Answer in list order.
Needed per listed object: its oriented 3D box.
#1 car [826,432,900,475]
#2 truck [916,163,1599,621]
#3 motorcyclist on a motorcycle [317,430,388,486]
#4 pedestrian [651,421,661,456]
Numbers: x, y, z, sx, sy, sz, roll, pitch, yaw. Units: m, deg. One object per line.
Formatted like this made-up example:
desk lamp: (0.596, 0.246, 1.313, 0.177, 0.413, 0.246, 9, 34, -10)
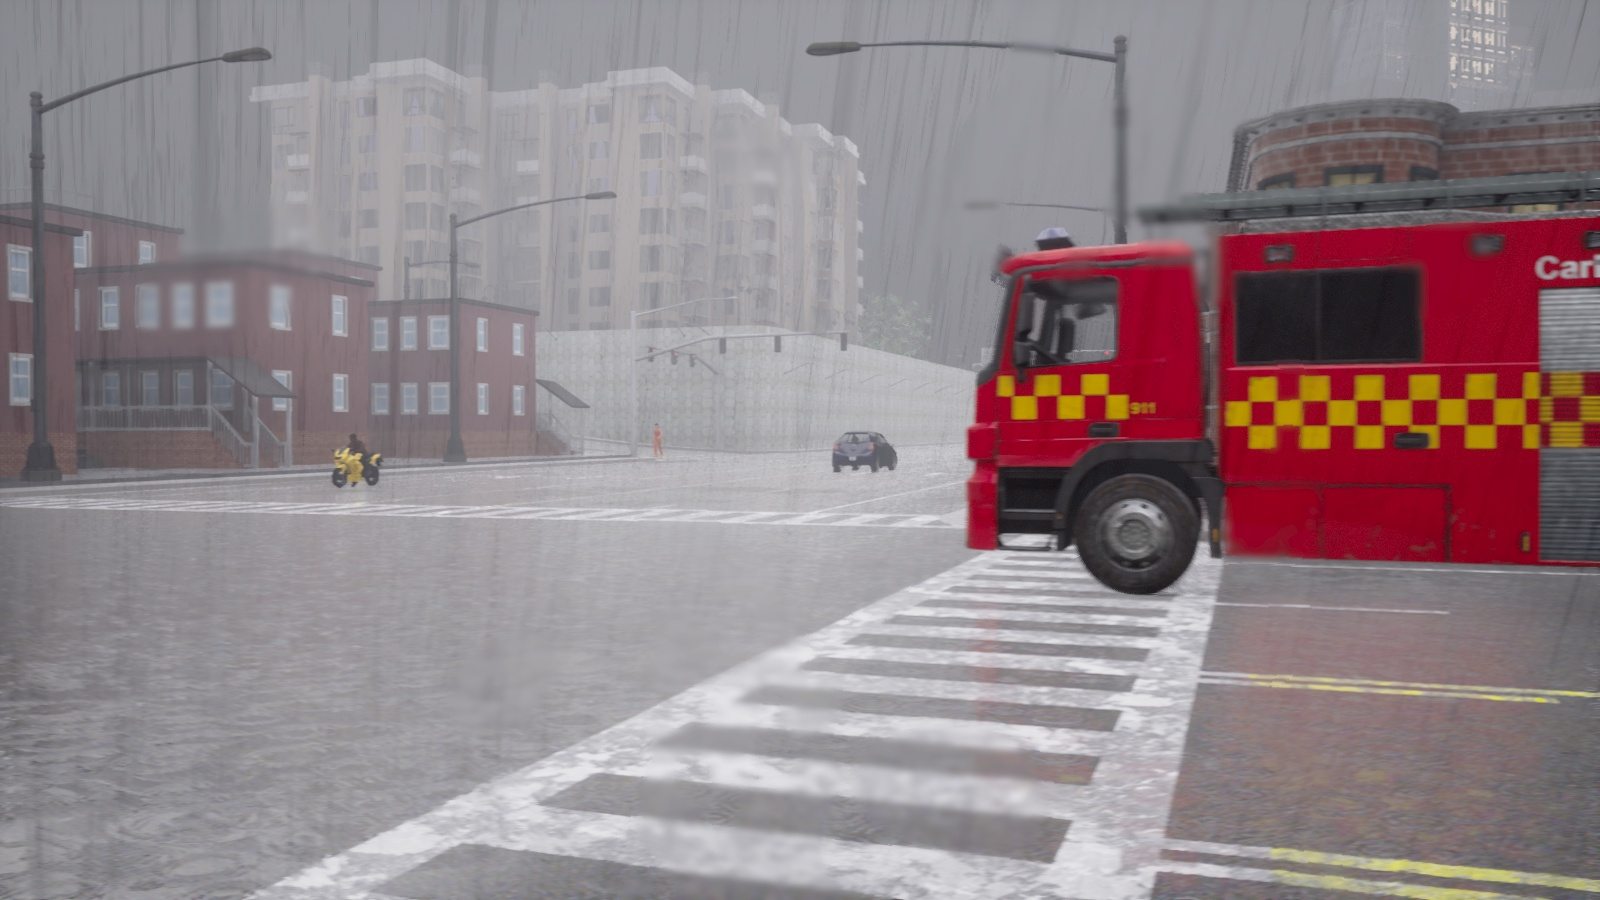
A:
car: (2.411, 0.097, 46.917, 1.845, 1.501, 3.633, 0, 1, 19)
truck: (5.629, -0.515, 12.371, 8.468, 3.827, 2.891, 1, 1, 19)
motorcyclist on a motorcycle: (-12.561, 0.196, 35.334, 0.797, 1.523, 2.044, 1, 1, 19)
pedestrian: (-7.693, -0.607, 67.106, 0.345, 1.836, 0.594, 1, 1, 19)
